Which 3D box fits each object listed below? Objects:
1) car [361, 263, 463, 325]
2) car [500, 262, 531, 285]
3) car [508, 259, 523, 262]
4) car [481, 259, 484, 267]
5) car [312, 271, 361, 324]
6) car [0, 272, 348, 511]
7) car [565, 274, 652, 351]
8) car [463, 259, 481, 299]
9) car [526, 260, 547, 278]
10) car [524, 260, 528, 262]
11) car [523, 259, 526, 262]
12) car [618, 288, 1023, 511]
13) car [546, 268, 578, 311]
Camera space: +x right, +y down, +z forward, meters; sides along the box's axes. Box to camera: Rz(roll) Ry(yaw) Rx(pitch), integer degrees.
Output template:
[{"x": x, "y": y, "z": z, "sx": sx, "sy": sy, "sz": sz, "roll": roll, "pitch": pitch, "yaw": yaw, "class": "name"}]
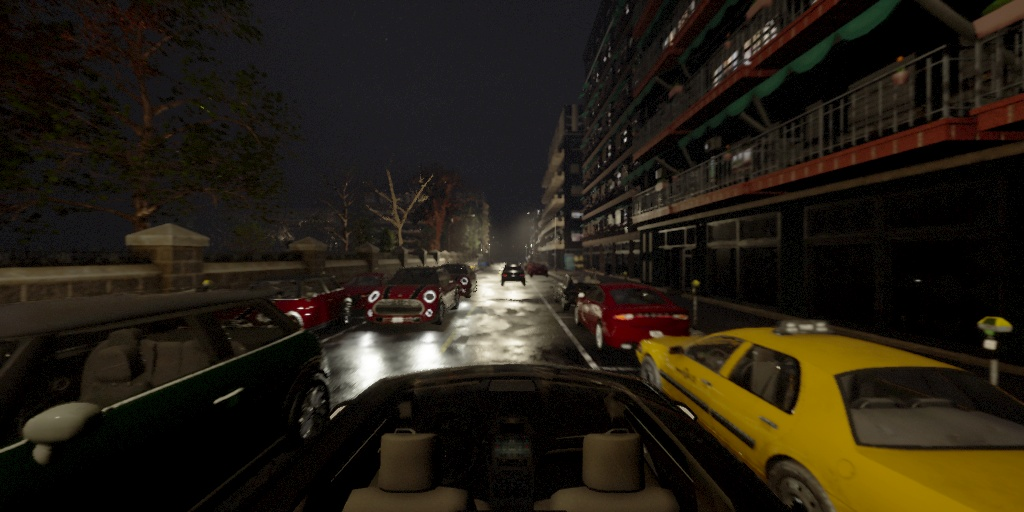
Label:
[{"x": -3.095, "y": 1.142, "z": 11.959, "sx": 2.097, "sy": 1.767, "sz": 4.553, "roll": 0, "pitch": 0, "yaw": 0, "class": "car"}, {"x": 0.090, "y": 1.399, "z": 27.143, "sx": 2.033, "sy": 1.411, "sz": 5.357, "roll": 0, "pitch": 0, "yaw": 0, "class": "car"}, {"x": 0.087, "y": 1.419, "z": 48.267, "sx": 1.882, "sy": 1.535, "sz": 5.008, "roll": 0, "pitch": 0, "yaw": 0, "class": "car"}, {"x": -5.695, "y": 1.514, "z": 53.207, "sx": 2.007, "sy": 1.370, "sz": 4.403, "roll": 0, "pitch": 0, "yaw": 0, "class": "car"}, {"x": -5.691, "y": 1.218, "z": 8.926, "sx": 1.967, "sy": 1.591, "sz": 4.097, "roll": 0, "pitch": 0, "yaw": 0, "class": "car"}, {"x": -3.101, "y": 1.103, "z": 2.136, "sx": 2.097, "sy": 1.767, "sz": 4.553, "roll": 0, "pitch": 0, "yaw": 0, "class": "car"}, {"x": 2.690, "y": 1.324, "z": 8.927, "sx": 1.888, "sy": 1.381, "sz": 4.507, "roll": 0, "pitch": 0, "yaw": 0, "class": "car"}, {"x": -3.002, "y": 1.169, "z": 18.598, "sx": 2.097, "sy": 1.767, "sz": 4.553, "roll": 0, "pitch": 0, "yaw": 0, "class": "car"}, {"x": 2.687, "y": 1.436, "z": 36.603, "sx": 1.888, "sy": 1.381, "sz": 4.507, "roll": 0, "pitch": 0, "yaw": 0, "class": "car"}, {"x": 2.687, "y": 1.460, "z": 42.138, "sx": 1.888, "sy": 1.381, "sz": 4.507, "roll": 0, "pitch": 0, "yaw": 0, "class": "car"}, {"x": 2.685, "y": 1.530, "z": 53.208, "sx": 1.948, "sy": 1.339, "sz": 4.313, "roll": 0, "pitch": 0, "yaw": 0, "class": "car"}, {"x": 2.690, "y": 1.282, "z": 3.562, "sx": 1.751, "sy": 1.417, "sz": 4.829, "roll": 0, "pitch": 0, "yaw": 0, "class": "car"}, {"x": 2.689, "y": 1.351, "z": 14.463, "sx": 2.007, "sy": 1.370, "sz": 4.403, "roll": 0, "pitch": 0, "yaw": 0, "class": "car"}]
